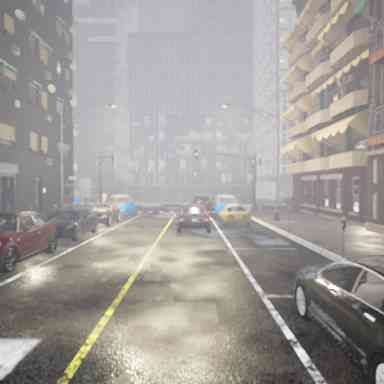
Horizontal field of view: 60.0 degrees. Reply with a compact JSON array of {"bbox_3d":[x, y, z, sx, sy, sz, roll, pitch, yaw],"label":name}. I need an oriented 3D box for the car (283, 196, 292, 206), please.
[{"bbox_3d":[15.212,0.971,46.156,5.009,1.841,2.192,0,1,0],"label":"car"}]

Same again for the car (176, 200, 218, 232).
[{"bbox_3d":[0.090,1.395,18.723,2.033,1.411,5.357,0,0,0],"label":"car"}]

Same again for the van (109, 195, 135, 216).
[{"bbox_3d":[-5.719,1.123,26.842,1.690,1.788,3.998,-1,0,0],"label":"van"}]

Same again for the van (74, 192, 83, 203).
[{"bbox_3d":[-17.178,0.832,46.329,3.998,1.788,1.690,0,1,0],"label":"van"}]

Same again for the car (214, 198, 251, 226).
[{"bbox_3d":[2.667,1.351,21.388,1.752,1.417,4.829,-1,0,0],"label":"car"}]

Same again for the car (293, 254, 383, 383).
[{"bbox_3d":[2.678,1.514,4.414,2.008,1.369,4.403,-1,0,0],"label":"car"}]

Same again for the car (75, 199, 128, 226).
[{"bbox_3d":[-5.713,1.377,21.243,2.008,1.369,4.403,-1,0,0],"label":"car"}]

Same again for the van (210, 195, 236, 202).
[{"bbox_3d":[2.662,1.123,26.818,1.690,1.788,3.998,-1,0,0],"label":"van"}]

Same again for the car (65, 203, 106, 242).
[{"bbox_3d":[-5.709,1.438,15.640,1.947,1.339,4.313,-1,0,0],"label":"car"}]

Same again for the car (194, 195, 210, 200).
[{"bbox_3d":[1.463,1.101,35.439,2.097,1.767,4.553,0,0,18],"label":"car"}]

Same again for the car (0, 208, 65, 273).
[{"bbox_3d":[-5.708,1.357,10.038,1.967,1.590,4.097,-1,0,0],"label":"car"}]
